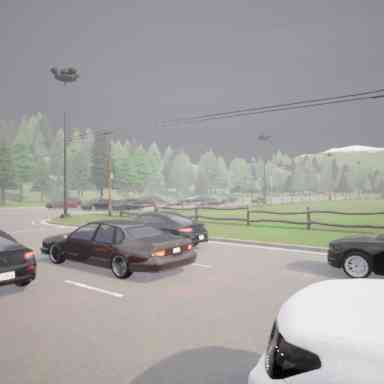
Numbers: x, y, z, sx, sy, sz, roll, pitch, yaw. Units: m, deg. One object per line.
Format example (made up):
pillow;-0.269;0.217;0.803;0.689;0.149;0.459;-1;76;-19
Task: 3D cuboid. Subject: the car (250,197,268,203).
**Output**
car;13.558;1.600;67.335;1.895;1.301;4.718;0;0;37

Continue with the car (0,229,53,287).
car;-5.574;1.526;8.065;4.674;1.442;1.812;0;0;36

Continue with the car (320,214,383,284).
car;6.032;1.478;8.259;5.008;1.535;1.882;0;0;36

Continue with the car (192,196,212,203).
car;2.093;1.562;69.564;1.994;1.385;4.181;0;0;37

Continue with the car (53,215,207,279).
car;-2.413;1.547;10.071;5.357;1.411;2.033;0;0;37

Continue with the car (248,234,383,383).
car;3.087;1.222;1.733;5.566;2.045;2.150;0;0;36

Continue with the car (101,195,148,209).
car;-7.831;1.504;39.102;1.837;1.490;4.892;0;0;36

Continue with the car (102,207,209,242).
car;-1.500;1.526;13.758;4.674;1.442;1.812;0;0;36

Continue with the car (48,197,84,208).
car;-18.263;1.526;48.540;1.812;1.442;4.674;0;0;37

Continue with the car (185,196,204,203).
car;0.569;1.521;73.357;1.812;1.442;4.674;0;0;37

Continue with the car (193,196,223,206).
car;2.563;1.565;52.911;1.994;1.385;4.181;0;0;37

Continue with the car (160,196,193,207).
car;-2.368;1.600;52.192;1.895;1.301;4.718;0;0;37

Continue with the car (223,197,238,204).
car;7.169;1.563;64.749;1.994;1.385;4.181;0;0;38

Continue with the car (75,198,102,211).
car;-11.259;1.505;40.336;1.837;1.490;4.892;0;0;36

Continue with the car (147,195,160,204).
car;-6.633;1.564;58.145;1.994;1.385;4.181;0;0;37

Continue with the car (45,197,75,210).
car;-17.170;1.563;44.106;1.994;1.385;4.181;0;0;36

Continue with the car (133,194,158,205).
car;-8.533;1.350;61.414;2.097;1.767;4.553;0;0;37
